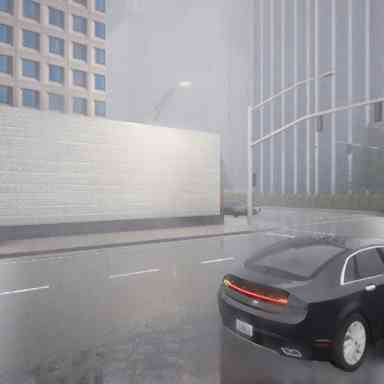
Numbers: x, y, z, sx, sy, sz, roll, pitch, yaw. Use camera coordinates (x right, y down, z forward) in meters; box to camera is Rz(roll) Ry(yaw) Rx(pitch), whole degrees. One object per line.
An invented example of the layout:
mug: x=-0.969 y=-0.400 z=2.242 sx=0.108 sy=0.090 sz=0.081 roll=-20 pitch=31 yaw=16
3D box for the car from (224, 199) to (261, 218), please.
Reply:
car: x=3.599 y=1.603 z=31.575 sx=2.033 sy=1.411 sz=5.357 roll=0 pitch=0 yaw=-36

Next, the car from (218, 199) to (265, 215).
car: x=5.160 y=1.547 z=35.407 sx=2.128 sy=1.511 sz=4.902 roll=0 pitch=0 yaw=-36

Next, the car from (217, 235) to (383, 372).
car: x=2.658 y=1.505 z=5.696 sx=4.892 sy=1.490 sz=1.837 roll=0 pitch=0 yaw=-35
